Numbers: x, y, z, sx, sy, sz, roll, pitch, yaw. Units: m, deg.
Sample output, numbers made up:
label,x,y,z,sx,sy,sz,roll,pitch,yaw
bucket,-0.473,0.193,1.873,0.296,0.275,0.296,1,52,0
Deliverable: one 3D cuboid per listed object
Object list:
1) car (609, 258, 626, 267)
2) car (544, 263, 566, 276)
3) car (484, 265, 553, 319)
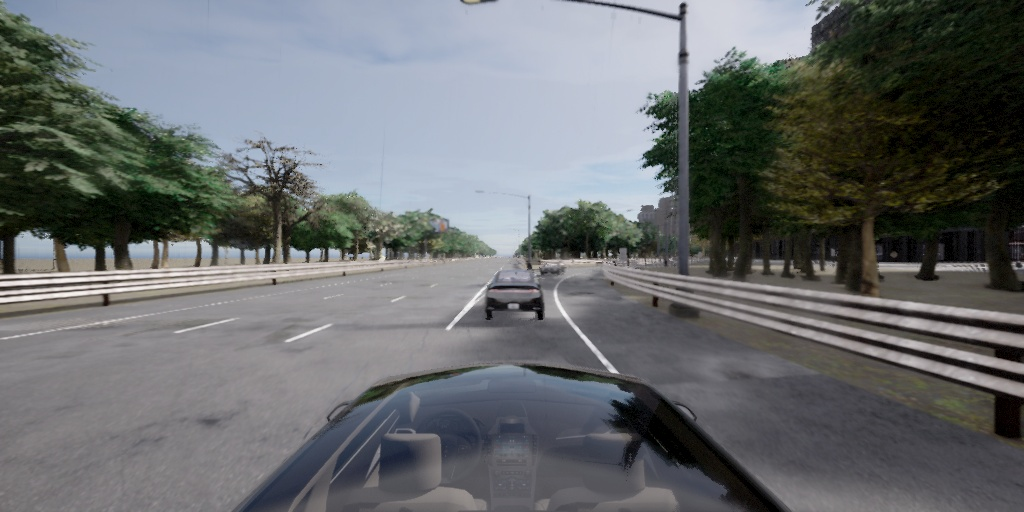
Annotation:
label,x,y,z,sx,sy,sz,roll,pitch,yaw
car,18.077,1.154,61.830,1.882,1.535,5.008,0,0,38
car,4.212,1.316,35.850,1.895,1.301,4.718,0,0,18
car,0.145,1.239,12.715,2.128,1.511,4.902,0,0,2
